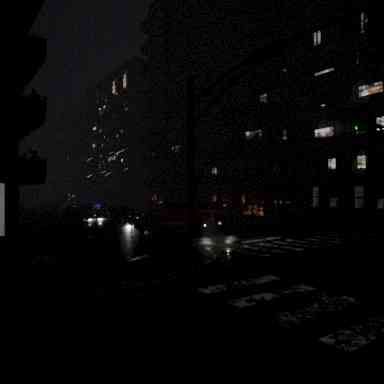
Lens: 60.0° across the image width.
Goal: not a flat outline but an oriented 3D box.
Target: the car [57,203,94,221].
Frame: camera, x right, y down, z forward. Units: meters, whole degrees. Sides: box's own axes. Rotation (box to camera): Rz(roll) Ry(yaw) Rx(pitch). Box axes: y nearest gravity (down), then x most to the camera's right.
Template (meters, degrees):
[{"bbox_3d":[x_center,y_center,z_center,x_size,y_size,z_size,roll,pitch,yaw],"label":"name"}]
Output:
[{"bbox_3d":[-11.899,2.163,33.816,1.887,1.381,4.507,-1,0,-36],"label":"car"}]

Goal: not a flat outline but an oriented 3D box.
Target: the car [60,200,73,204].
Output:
[{"bbox_3d":[-19.220,2.466,53.805,2.128,1.511,4.902,0,-1,-36],"label":"car"}]

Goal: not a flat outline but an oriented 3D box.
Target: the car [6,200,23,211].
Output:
[{"bbox_3d":[-35.169,2.640,65.917,2.192,1.841,5.009,-1,0,-36],"label":"car"}]

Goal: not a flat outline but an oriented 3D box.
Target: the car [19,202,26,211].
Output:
[{"bbox_3d":[-31.840,2.770,61.332,1.887,1.381,4.507,-1,0,-36],"label":"car"}]

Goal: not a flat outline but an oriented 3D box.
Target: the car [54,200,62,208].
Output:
[{"bbox_3d":[-25.122,2.524,66.278,2.192,1.841,5.009,-1,0,-36],"label":"car"}]

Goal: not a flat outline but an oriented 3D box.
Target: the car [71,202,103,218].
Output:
[{"bbox_3d":[-12.198,2.234,38.685,2.033,1.411,5.357,0,-1,-36],"label":"car"}]

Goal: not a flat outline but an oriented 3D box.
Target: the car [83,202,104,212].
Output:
[{"bbox_3d":[-16.368,2.433,55.051,1.882,1.535,5.008,0,-1,-36],"label":"car"}]

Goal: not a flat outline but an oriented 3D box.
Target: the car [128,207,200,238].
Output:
[{"bbox_3d":[-1.829,1.833,19.920,1.752,1.417,4.829,-1,0,-36],"label":"car"}]

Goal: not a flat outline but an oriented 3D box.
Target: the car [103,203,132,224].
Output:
[{"bbox_3d":[-6.048,2.003,30.181,1.837,1.490,4.892,0,-1,-36],"label":"car"}]

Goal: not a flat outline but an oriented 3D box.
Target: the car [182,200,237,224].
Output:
[{"bbox_3d":[1.464,1.713,29.592,2.192,1.841,5.009,-1,0,-36],"label":"car"}]

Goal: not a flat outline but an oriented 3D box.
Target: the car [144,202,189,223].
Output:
[{"bbox_3d":[-2.431,1.812,30.639,2.097,1.767,4.553,0,-1,-36],"label":"car"}]

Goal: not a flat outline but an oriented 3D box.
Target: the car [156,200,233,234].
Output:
[{"bbox_3d":[0.013,1.532,21.804,2.150,2.045,5.566,0,-1,-36],"label":"car"}]

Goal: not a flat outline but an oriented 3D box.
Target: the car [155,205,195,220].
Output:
[{"bbox_3d":[-1.853,2.045,34.177,1.887,1.381,4.507,-1,0,-36],"label":"car"}]

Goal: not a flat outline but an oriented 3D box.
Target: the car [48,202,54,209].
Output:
[{"bbox_3d":[-28.446,2.624,70.865,2.192,1.841,5.009,-1,0,-36],"label":"car"}]

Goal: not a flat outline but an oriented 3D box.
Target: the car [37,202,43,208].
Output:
[{"bbox_3d":[-35.087,3.050,80.036,1.887,1.381,4.507,-1,0,-36],"label":"car"}]

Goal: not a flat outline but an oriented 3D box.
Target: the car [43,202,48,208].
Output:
[{"bbox_3d":[-31.763,2.973,75.450,1.947,1.339,4.313,-1,0,-36],"label":"car"}]
